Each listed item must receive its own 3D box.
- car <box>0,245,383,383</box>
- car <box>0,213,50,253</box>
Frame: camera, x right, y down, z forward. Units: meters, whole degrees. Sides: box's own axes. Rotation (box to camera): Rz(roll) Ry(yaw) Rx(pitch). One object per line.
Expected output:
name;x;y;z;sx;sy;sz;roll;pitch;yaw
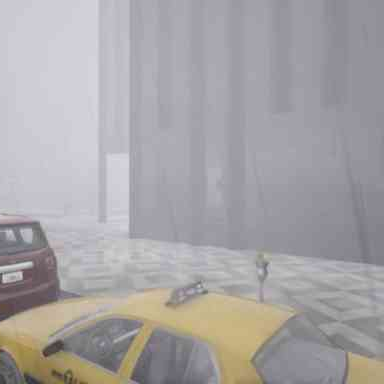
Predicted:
car;-0.250;1.524;3.142;4.829;1.417;1.752;0;0;36
car;-4.525;1.311;6.197;5.009;1.841;2.192;0;0;36
